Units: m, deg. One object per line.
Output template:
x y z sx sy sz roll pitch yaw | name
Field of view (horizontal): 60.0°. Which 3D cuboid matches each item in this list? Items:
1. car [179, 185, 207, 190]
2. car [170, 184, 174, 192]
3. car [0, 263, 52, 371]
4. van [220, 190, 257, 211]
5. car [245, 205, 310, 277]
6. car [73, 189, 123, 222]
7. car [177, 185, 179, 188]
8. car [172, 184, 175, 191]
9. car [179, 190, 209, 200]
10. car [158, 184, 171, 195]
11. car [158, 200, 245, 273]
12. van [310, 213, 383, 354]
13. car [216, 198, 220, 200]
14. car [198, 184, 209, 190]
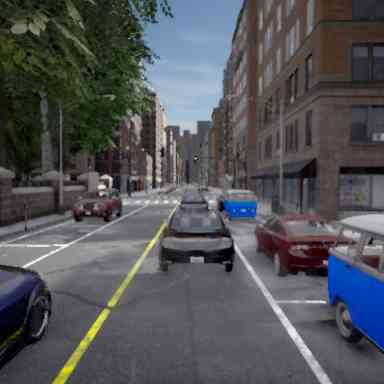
0.069 0.438 32.567 2.097 1.767 4.553 0 2 0 | car
-5.517 -0.418 69.652 2.008 1.369 4.403 0 2 0 | car
-3.096 1.468 3.316 1.994 1.385 4.181 0 2 0 | car
2.898 0.767 20.548 1.690 1.788 3.998 0 2 0 | van
2.873 1.286 9.237 1.887 1.381 4.507 0 2 0 | car
-5.627 0.741 20.526 2.192 1.841 5.009 0 2 0 | car
-5.469 -1.023 91.447 2.008 1.369 4.403 0 2 0 | car
-5.505 -0.577 75.101 1.887 1.381 4.507 0 2 0 | car
0.140 0.886 21.695 2.128 1.511 4.902 0 2 0 | car
-5.530 -0.285 64.033 1.752 1.417 4.829 0 2 0 | car
0.119 1.218 9.744 2.128 1.511 4.902 0 2 0 | car
2.860 1.239 3.573 1.690 1.788 3.998 0 2 0 | van
2.911 0.833 26.212 1.947 1.339 4.313 0 2 0 | car
3.031 -0.832 80.563 1.967 1.590 4.097 0 2 0 | car
